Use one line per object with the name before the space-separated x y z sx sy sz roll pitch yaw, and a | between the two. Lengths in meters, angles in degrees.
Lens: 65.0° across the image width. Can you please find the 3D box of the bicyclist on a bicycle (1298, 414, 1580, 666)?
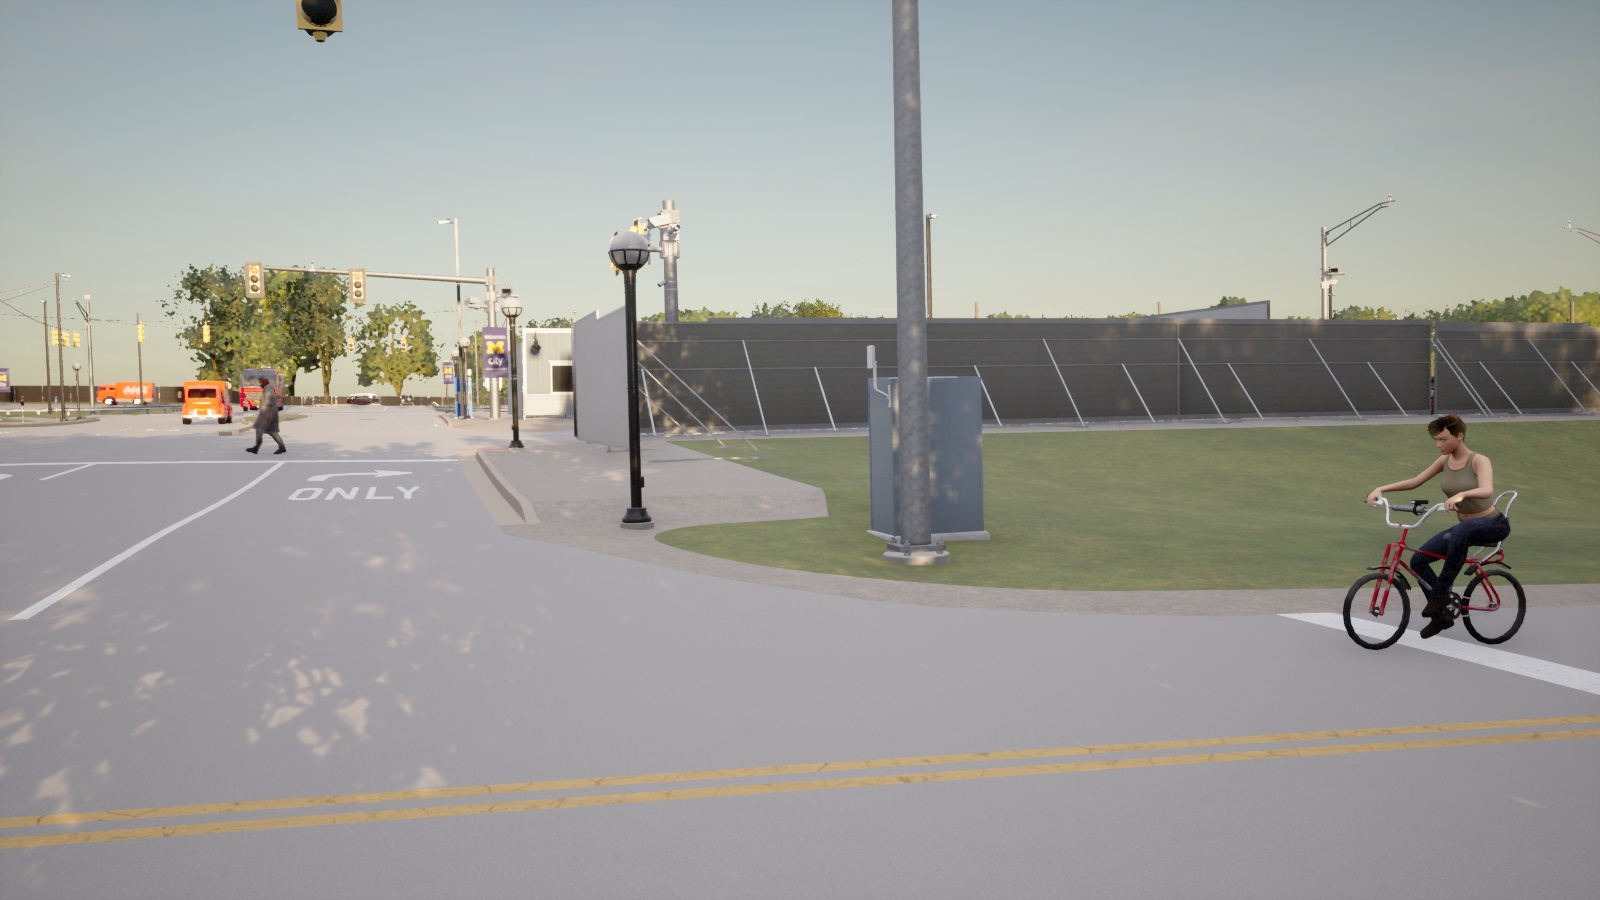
bicyclist on a bicycle | 4.373 0.568 8.648 1.509 1.612 0.866 0 1 -14

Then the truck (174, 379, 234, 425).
truck | -33.750 -2.746 71.279 2.627 2.467 5.204 -1 3 -21

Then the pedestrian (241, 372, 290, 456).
pedestrian | -12.682 -0.853 29.792 0.873 1.952 0.659 -2 2 -10
